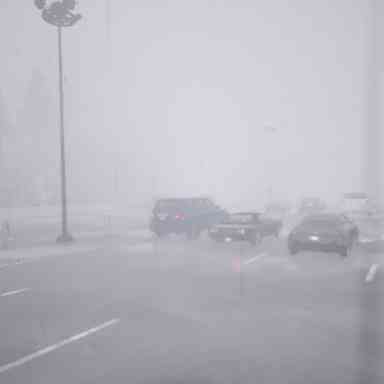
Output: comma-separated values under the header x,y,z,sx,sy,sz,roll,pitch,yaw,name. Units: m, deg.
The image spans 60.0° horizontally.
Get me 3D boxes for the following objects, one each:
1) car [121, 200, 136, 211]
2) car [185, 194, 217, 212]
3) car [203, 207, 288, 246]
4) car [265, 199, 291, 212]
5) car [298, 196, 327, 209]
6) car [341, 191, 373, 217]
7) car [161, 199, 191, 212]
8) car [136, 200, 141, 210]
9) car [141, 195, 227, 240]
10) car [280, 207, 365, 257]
x,y,z,sx,sy,sz,roll,pitch,yaw,name
-8.163,1.892,47.212,2.128,1.511,4.902,-2,0,24,car
1.264,1.341,42.593,2.150,2.045,5.566,-2,0,24,car
2.656,1.587,15.292,1.895,1.301,4.718,-2,0,32,car
8.559,1.407,33.114,1.812,1.442,4.674,-2,0,26,car
11.018,1.154,30.226,2.097,1.767,4.553,-2,0,27,car
13.734,0.937,27.788,2.150,2.045,5.566,-2,0,27,car
-1.998,1.720,43.897,1.837,1.490,4.892,-2,0,24,car
-4.854,1.524,46.006,2.150,2.045,5.566,-2,0,24,car
0.070,1.288,17.756,2.150,2.045,5.566,-2,0,32,car
5.104,1.472,12.641,1.994,1.385,4.181,-2,0,33,car
